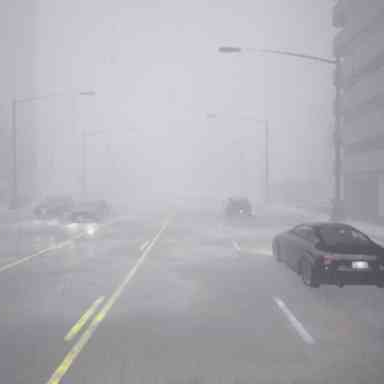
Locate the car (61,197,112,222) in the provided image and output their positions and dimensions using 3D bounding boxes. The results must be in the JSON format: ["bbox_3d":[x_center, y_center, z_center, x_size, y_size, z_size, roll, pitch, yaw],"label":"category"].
[{"bbox_3d":[-7.102,1.223,23.739,2.033,1.411,5.357,0,1,0],"label":"car"}]

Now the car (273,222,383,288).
[{"bbox_3d":[3.600,1.511,9.134,1.994,1.385,4.181,0,1,0],"label":"car"}]

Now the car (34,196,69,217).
[{"bbox_3d":[-10.599,1.114,26.187,2.128,1.511,4.902,0,1,0],"label":"car"}]

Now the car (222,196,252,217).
[{"bbox_3d":[3.599,1.116,26.791,1.837,1.490,4.892,0,1,0],"label":"car"}]
